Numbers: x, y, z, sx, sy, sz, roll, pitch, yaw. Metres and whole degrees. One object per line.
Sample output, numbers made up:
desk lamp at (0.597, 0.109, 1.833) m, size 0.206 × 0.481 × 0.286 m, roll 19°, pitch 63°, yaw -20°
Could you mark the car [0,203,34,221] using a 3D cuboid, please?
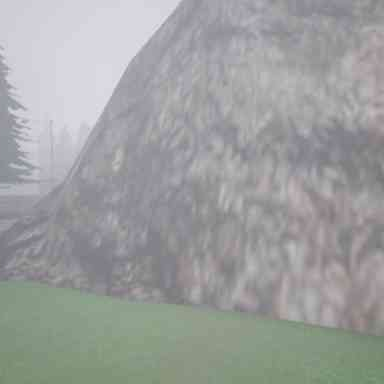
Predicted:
car at (-15.204, 1.668, 26.637) m, size 2.128 × 1.511 × 4.902 m, roll 0°, pitch 0°, yaw 30°
